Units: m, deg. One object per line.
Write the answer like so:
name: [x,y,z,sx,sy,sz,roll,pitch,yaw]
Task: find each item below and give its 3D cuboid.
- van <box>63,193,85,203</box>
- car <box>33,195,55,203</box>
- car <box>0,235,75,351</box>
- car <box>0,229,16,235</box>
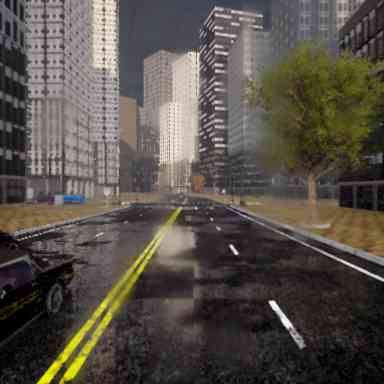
van: [-22.646,1.154,64.066,3.998,1.788,1.690,0,0,1]
car: [-28.185,1.333,64.114,4.507,1.381,1.887,0,0,1]
car: [-3.350,1.602,4.641,1.895,1.301,4.718,0,0,0]
car: [-6.600,1.565,9.145,1.994,1.385,4.181,0,0,0]
